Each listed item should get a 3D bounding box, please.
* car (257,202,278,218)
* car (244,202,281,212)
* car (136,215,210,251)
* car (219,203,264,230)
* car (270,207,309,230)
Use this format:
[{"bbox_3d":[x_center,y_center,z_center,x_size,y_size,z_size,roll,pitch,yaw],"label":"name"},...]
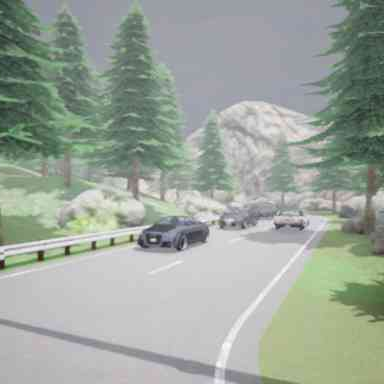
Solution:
[{"bbox_3d":[7.543,1.961,33.670,1.837,1.490,4.892,0,-1,18],"label":"car"},{"bbox_3d":[10.888,2.255,51.934,5.357,1.411,2.033,-1,-1,45],"label":"car"},{"bbox_3d":[-0.733,1.786,15.287,1.994,1.385,4.181,0,-1,25],"label":"car"},{"bbox_3d":[3.466,1.828,24.302,2.128,1.511,4.902,0,-1,25],"label":"car"},{"bbox_3d":[7.236,1.950,23.856,1.895,1.301,4.718,0,-1,25],"label":"car"}]
